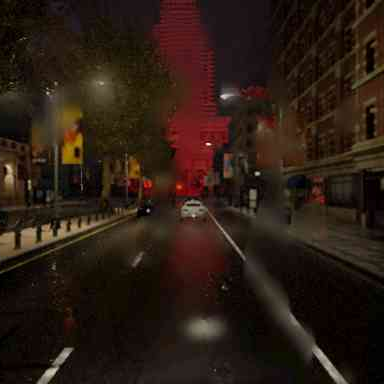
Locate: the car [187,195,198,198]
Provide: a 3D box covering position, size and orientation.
[{"bbox_3d":[0.091,1.192,44.681,2.097,1.767,4.553,0,0,1],"label":"car"}]

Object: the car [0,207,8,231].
[{"bbox_3d":[-11.500,1.291,16.993,2.097,1.767,4.553,0,0,0],"label":"car"}]

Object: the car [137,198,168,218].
[{"bbox_3d":[-3.488,1.461,28.705,1.994,1.385,4.181,0,0,0],"label":"car"}]

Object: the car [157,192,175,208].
[{"bbox_3d":[-3.439,1.061,43.836,2.150,2.045,5.566,0,0,0],"label":"car"}]

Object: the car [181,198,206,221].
[{"bbox_3d":[0.100,1.433,25.744,1.812,1.442,4.674,0,0,0],"label":"car"}]
